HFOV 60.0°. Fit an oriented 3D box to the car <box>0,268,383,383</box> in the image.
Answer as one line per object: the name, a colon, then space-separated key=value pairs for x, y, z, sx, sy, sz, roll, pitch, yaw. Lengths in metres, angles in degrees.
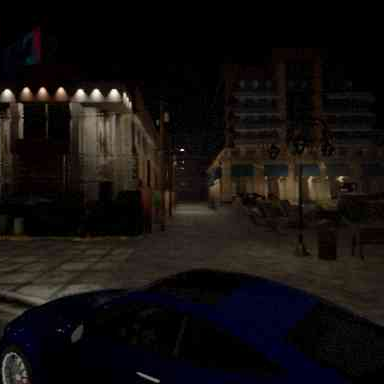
car: x=-0.059 y=1.545 z=3.322 sx=4.674 sy=1.442 sz=1.812 roll=-1 pitch=0 yaw=35
